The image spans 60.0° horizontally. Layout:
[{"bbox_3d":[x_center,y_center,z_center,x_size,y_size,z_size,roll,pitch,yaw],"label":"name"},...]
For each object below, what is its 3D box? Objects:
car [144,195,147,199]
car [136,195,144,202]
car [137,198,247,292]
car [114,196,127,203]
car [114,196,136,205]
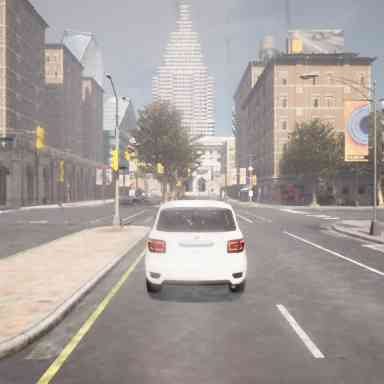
[{"bbox_3d":[-11.732,1.500,78.734,1.837,1.490,4.892,0,0,0],"label":"car"},{"bbox_3d":[-11.701,1.600,68.552,1.895,1.301,4.718,0,0,0],"label":"car"},{"bbox_3d":[0.077,1.221,9.035,2.150,2.045,5.566,0,0,0],"label":"car"},{"bbox_3d":[-14.955,1.594,69.876,1.895,1.301,4.718,0,0,0],"label":"car"},{"bbox_3d":[-11.726,1.505,58.498,1.837,1.490,4.892,0,0,0],"label":"car"}]
